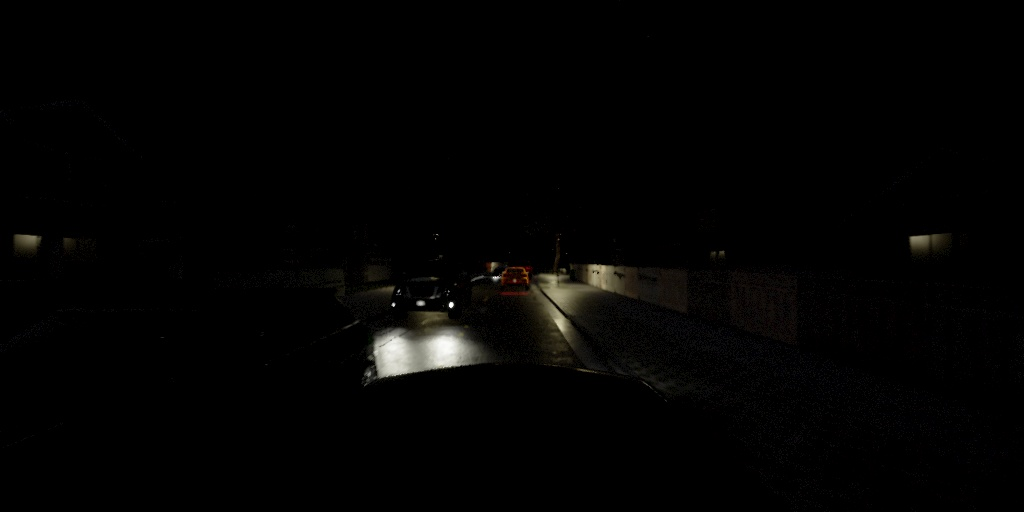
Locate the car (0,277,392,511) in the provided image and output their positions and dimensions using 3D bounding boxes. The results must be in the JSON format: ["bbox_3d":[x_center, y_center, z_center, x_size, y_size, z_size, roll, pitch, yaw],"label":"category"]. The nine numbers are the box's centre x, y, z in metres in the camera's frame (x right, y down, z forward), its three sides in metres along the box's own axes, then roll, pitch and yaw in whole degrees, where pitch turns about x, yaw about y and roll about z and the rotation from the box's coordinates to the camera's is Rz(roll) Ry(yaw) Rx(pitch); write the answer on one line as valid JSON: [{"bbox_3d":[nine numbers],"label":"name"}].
[{"bbox_3d":[-2.847,1.119,2.954,2.097,1.767,4.553,0,-1,0],"label":"car"}]

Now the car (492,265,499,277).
[{"bbox_3d":[-1.238,1.911,46.700,2.033,1.411,5.357,0,-1,7],"label":"car"}]

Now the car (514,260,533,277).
[{"bbox_3d":[1.245,1.527,42.104,2.150,2.045,5.566,0,0,6],"label":"car"}]

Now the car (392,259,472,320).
[{"bbox_3d":[-2.825,1.142,13.854,2.150,2.045,5.566,0,-1,0],"label":"car"}]

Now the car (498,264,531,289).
[{"bbox_3d":[0.246,1.573,26.448,1.882,1.535,5.008,0,-2,2],"label":"car"}]
